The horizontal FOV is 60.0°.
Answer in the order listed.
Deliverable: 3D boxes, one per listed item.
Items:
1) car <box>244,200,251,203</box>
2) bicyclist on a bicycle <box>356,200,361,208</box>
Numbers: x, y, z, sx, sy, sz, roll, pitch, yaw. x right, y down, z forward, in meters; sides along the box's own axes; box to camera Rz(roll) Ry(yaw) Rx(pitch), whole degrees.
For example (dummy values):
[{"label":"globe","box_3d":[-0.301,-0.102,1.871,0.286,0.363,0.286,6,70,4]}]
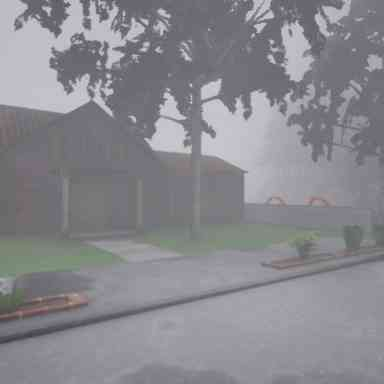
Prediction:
[{"label":"car","box_3d":[8.041,1.994,58.433,2.033,1.411,5.357,1,0,-35]},{"label":"bicyclist on a bicycle","box_3d":[22.682,1.843,45.289,1.656,1.620,0.582,0,0,-35]}]
